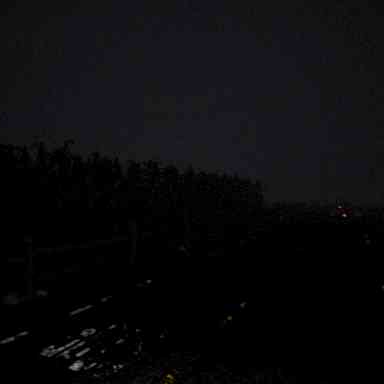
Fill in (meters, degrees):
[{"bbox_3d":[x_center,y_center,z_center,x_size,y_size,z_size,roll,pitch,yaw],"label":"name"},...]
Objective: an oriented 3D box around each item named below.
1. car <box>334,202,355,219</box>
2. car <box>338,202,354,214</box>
[{"bbox_3d":[16.030,2.051,34.794,1.895,1.301,4.718,0,-1,26],"label":"car"},{"bbox_3d":[20.362,2.086,43.957,1.812,1.442,4.674,0,-1,26],"label":"car"}]
